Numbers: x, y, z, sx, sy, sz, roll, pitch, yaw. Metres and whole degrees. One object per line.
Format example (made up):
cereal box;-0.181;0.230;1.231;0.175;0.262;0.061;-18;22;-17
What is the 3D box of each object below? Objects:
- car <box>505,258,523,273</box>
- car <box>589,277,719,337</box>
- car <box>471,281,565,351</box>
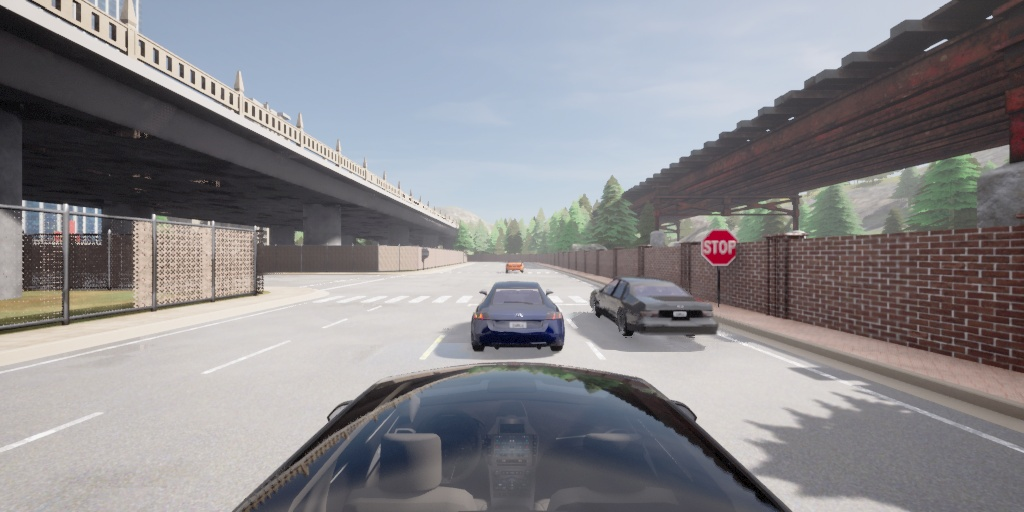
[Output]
car;0.286;1.102;43.960;2.097;1.767;4.553;0;0;-1
car;3.619;1.298;10.230;2.033;1.411;5.357;0;0;0
car;0.116;1.314;8.993;1.994;1.385;4.181;0;0;0
